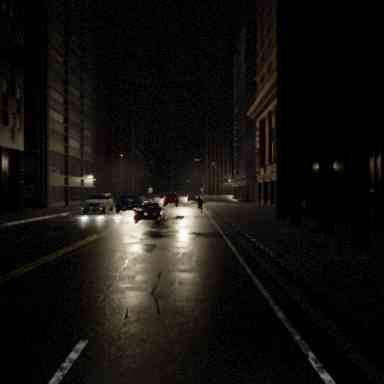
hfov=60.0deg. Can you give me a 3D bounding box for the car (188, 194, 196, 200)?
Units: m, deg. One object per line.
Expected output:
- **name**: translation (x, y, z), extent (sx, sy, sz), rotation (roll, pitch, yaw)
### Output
- **car**: translation (-0.017, 1.258, 83.079), extent (2.128, 1.511, 4.902), rotation (0, 0, 0)

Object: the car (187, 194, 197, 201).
- **car**: translation (-0.016, 1.351, 73.057), extent (1.994, 1.385, 4.181), rotation (0, 0, 0)

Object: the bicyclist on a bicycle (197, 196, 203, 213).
- **bicyclist on a bicycle**: translation (0.887, 1.432, 33.247), extent (0.582, 1.620, 1.656), rotation (0, 0, 0)

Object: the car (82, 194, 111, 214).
- **car**: translation (-9.846, 1.194, 35.290), extent (2.150, 2.045, 5.566), rotation (0, 0, 0)

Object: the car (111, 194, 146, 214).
- **car**: translation (-6.597, 1.195, 35.357), extent (2.150, 2.045, 5.566), rotation (0, 0, 0)

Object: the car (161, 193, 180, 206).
- **car**: translation (-3.162, 1.130, 52.293), extent (2.150, 2.045, 5.566), rotation (0, 0, 0)

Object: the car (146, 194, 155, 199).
- **car**: translation (-9.768, 1.122, 77.163), extent (2.033, 1.411, 5.357), rotation (0, 0, 0)

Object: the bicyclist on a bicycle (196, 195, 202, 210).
- **bicyclist on a bicycle**: translation (0.886, 1.323, 42.308), extent (0.659, 1.776, 1.843), rotation (0, 0, 0)

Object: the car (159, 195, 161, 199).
- **car**: translation (-6.518, 1.082, 77.163), extent (1.837, 1.490, 4.892), rotation (0, 0, 0)

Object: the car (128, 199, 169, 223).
- **car**: translation (-3.156, 1.538, 25.169), extent (2.033, 1.411, 5.357), rotation (0, 0, 0)
